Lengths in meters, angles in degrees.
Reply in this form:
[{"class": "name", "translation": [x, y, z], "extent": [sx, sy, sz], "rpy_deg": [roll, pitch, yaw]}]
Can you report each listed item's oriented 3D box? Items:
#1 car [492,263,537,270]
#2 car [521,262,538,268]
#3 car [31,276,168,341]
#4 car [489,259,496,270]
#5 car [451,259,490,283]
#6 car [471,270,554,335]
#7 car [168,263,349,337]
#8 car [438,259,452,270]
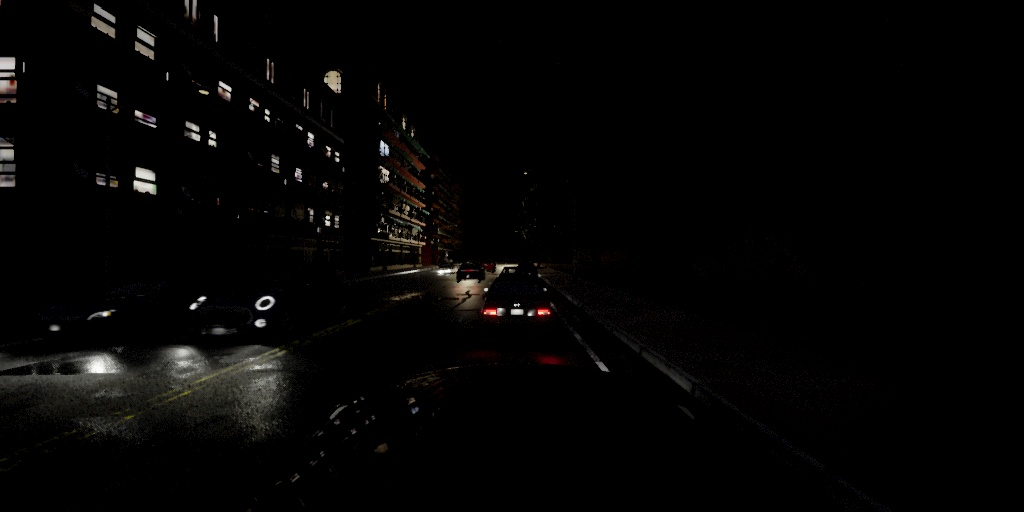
[{"class": "car", "translation": [0.118, 1.300, 20.886], "extent": [2.033, 1.411, 5.357], "rpy_deg": [0, 0, 0]}, {"class": "car", "translation": [1.165, 1.259, 30.653], "extent": [1.837, 1.490, 4.892], "rpy_deg": [0, 0, 0]}, {"class": "car", "translation": [-9.844, 1.277, 10.045], "extent": [1.812, 1.442, 4.674], "rpy_deg": [0, 0, 0]}, {"class": "car", "translation": [-3.107, 1.105, 44.568], "extent": [2.097, 1.767, 4.553], "rpy_deg": [0, 0, 0]}, {"class": "car", "translation": [-3.125, 1.244, 27.972], "extent": [2.128, 1.511, 4.902], "rpy_deg": [0, 0, 0]}, {"class": "car", "translation": [0.110, 1.299, 10.525], "extent": [2.033, 1.411, 5.357], "rpy_deg": [0, 0, 0]}, {"class": "car", "translation": [-6.592, 1.103, 10.308], "extent": [2.097, 1.767, 4.553], "rpy_deg": [0, 0, 0]}, {"class": "car", "translation": [-9.792, 1.244, 53.679], "extent": [2.128, 1.511, 4.902], "rpy_deg": [0, 0, 0]}]
